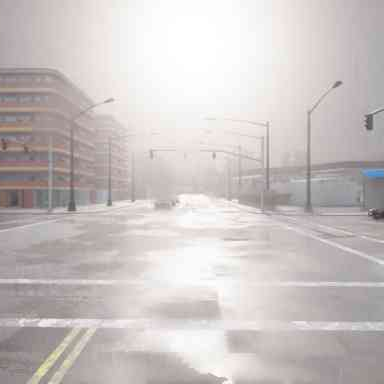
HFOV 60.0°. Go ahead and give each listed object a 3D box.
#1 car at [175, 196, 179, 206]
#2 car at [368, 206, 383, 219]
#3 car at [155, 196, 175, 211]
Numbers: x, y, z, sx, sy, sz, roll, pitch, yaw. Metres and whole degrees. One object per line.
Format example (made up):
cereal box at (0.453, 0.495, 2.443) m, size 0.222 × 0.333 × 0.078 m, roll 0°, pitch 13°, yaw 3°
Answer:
car at (-3.556, 1.600, 52.051) m, size 1.895 × 1.301 × 4.718 m, roll 0°, pitch 0°, yaw 0°
car at (16.627, 1.505, 26.450) m, size 4.892 × 1.490 × 1.837 m, roll 0°, pitch 0°, yaw 0°
car at (-3.569, 1.478, 41.998) m, size 1.882 × 1.535 × 5.008 m, roll 0°, pitch 0°, yaw 0°
